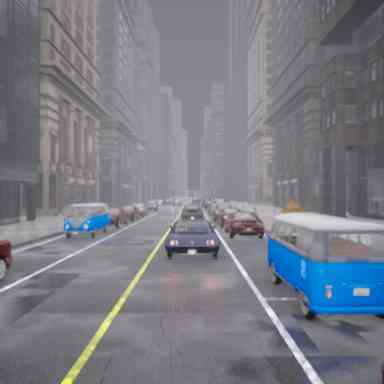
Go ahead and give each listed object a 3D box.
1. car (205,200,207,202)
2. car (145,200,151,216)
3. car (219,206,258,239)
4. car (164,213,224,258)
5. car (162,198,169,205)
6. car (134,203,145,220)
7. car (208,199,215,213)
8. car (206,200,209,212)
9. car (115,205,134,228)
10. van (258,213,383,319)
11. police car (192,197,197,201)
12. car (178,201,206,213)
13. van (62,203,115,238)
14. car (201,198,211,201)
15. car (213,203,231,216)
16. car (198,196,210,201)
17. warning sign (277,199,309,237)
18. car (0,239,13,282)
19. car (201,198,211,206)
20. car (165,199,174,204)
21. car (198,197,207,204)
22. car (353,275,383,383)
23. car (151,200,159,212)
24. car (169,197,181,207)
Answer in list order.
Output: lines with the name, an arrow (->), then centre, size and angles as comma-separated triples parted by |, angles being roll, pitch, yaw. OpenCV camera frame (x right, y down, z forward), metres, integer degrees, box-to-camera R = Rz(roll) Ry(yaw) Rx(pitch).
car -> 2.786, 1.978, 40.883 | 1.802, 1.307, 4.206 | 0, -1, 0
car -> -5.744, 1.866, 35.110 | 1.752, 1.417, 4.829 | 0, -1, 0
car -> 2.771, 1.724, 18.477 | 1.887, 1.381, 4.507 | 0, -1, 0
car -> 0.027, 1.730, 13.257 | 1.895, 1.301, 4.718 | 0, -1, 0
car -> -5.719, 2.269, 74.492 | 1.887, 1.381, 4.507 | 0, -1, 0
car -> -5.747, 1.833, 29.677 | 1.887, 1.381, 4.507 | 0, -1, 0
car -> 2.778, 1.728, 29.682 | 1.967, 1.590, 4.097 | 0, -1, 0
car -> 2.782, 1.869, 35.452 | 1.752, 1.417, 4.829 | 0, -1, 0
car -> -5.750, 1.779, 24.076 | 1.887, 1.381, 4.507 | 0, -1, 0
van -> 2.764, 1.413, 7.276 | 1.690, 1.788, 3.998 | 0, -1, 0
police car -> 0.955, 2.272, 87.005 | 1.930, 1.638, 5.238 | 0, -1, 0
car -> 0.040, 1.784, 28.517 | 1.837, 1.490, 4.892 | 0, 0, 0
van -> -5.755, 1.521, 18.476 | 1.690, 1.788, 3.998 | 0, -1, 0
car -> 2.793, 2.049, 52.087 | 1.887, 1.381, 4.507 | 0, -1, 0
car -> 2.775, 1.778, 24.079 | 1.887, 1.381, 4.507 | 0, -1, 0
car -> 2.799, 1.929, 63.292 | 2.192, 1.841, 5.009 | 0, -1, 0
warning sign -> 5.081, 1.280, 16.894 | 1.300, 1.860, 1.060 | 0, 0, 0
car -> -5.761, 1.617, 7.269 | 1.887, 1.381, 4.507 | 0, -1, 0
car -> 2.803, 2.109, 68.892 | 1.967, 1.590, 4.097 | 0, -1, 0
car -> -5.712, 2.385, 85.696 | 2.008, 1.369, 4.403 | 0, -1, 0
car -> 2.816, 2.204, 91.300 | 2.192, 1.841, 5.009 | 0, -1, 0
car -> 2.761, 1.600, 1.673 | 1.802, 1.307, 4.206 | 0, -1, 0
car -> -5.737, 1.891, 46.485 | 1.967, 1.590, 4.097 | 0, -1, 0
car -> -2.975, 2.160, 65.327 | 1.812, 1.442, 4.674 | 0, -1, 0
